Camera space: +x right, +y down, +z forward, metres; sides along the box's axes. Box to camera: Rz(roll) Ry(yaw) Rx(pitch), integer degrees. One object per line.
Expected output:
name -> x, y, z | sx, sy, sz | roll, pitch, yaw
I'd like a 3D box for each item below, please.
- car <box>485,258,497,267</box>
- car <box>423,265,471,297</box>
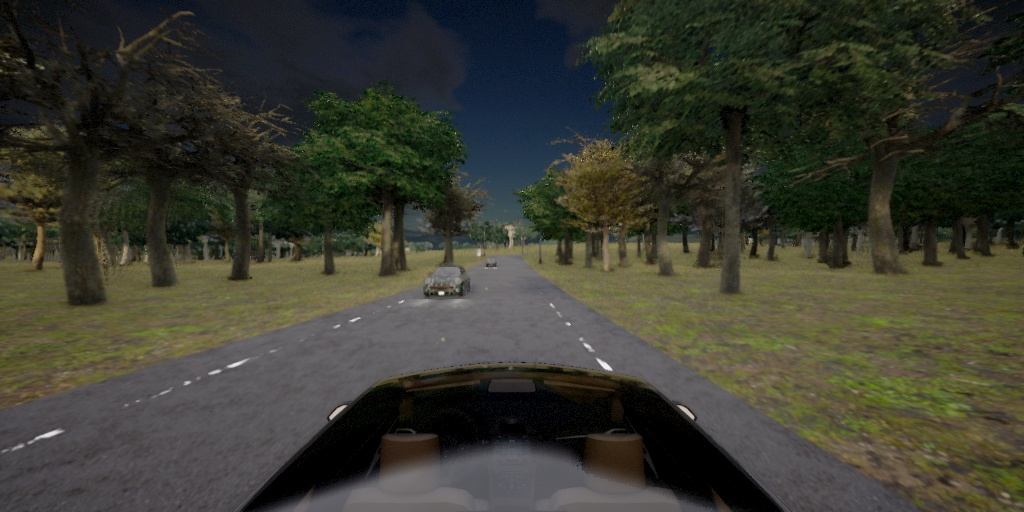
car -> -3.532, 1.153, 61.298 | 1.837, 1.490, 4.892 | 0, 1, 1
car -> -3.593, 1.311, 20.490 | 2.097, 1.767, 4.553 | 0, 0, 0
